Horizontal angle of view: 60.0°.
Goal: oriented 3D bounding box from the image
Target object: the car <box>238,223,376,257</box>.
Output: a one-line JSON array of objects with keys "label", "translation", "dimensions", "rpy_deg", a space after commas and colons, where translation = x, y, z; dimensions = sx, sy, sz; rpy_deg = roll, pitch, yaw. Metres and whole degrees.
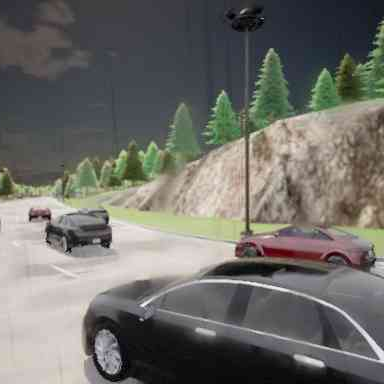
[{"label": "car", "translation": [3.464, 1.679, 10.596], "dimensions": [4.181, 1.385, 1.994], "rpy_deg": [-1, -1, 41]}]

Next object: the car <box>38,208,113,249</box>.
[{"label": "car", "translation": [-5.183, 1.677, 14.861], "dimensions": [1.837, 1.490, 4.892], "rpy_deg": [0, 0, -37]}]

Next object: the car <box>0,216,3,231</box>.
[{"label": "car", "translation": [-12.236, 1.779, 19.457], "dimensions": [2.033, 1.411, 5.357], "rpy_deg": [0, -1, -28]}]

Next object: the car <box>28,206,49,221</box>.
[{"label": "car", "translation": [-14.554, 1.971, 31.669], "dimensions": [1.895, 1.301, 4.718], "rpy_deg": [0, -1, -26]}]

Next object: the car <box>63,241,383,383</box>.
[{"label": "car", "translation": [0.698, 1.548, 3.834], "dimensions": [4.892, 1.490, 1.837], "rpy_deg": [-1, 0, 38]}]

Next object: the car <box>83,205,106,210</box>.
[{"label": "car", "translation": [-7.851, 1.793, 26.213], "dimensions": [2.128, 1.511, 4.902], "rpy_deg": [0, -1, -28]}]
